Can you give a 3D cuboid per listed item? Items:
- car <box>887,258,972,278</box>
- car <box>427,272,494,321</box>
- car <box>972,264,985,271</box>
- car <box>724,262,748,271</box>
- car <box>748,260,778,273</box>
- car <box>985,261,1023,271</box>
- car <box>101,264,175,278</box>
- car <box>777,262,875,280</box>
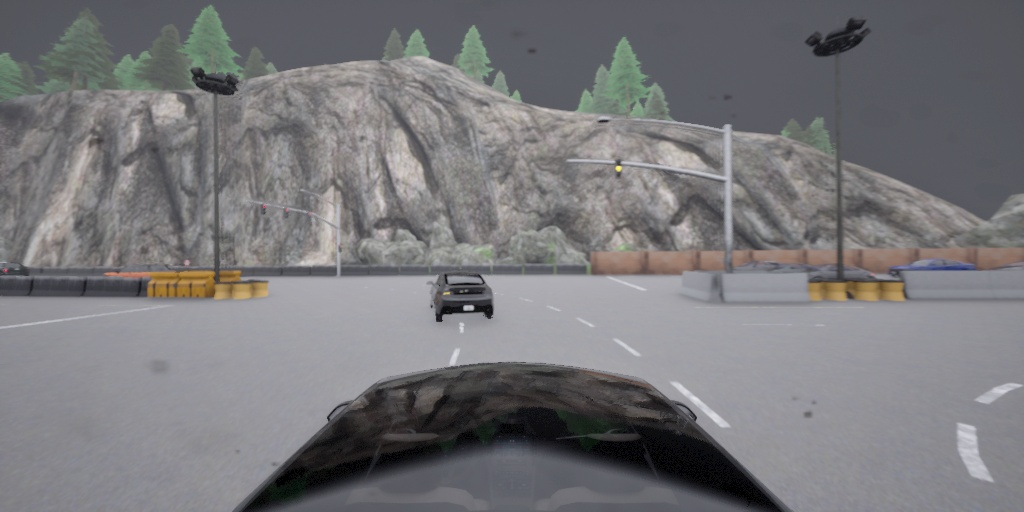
[{"bbox_3d":[31.670,0.959,27.200,5.008,1.535,1.882,-1,0,6],"label":"car"},{"bbox_3d":[-1.926,1.301,12.905,1.837,1.490,4.892,0,0,-16],"label":"car"},{"bbox_3d":[33.836,1.013,23.481,4.181,1.385,1.994,-1,0,5],"label":"car"},{"bbox_3d":[19.452,1.101,28.381,4.902,1.511,2.128,-1,0,6],"label":"car"},{"bbox_3d":[19.327,1.166,24.883,4.181,1.385,1.994,-1,0,6],"label":"car"},{"bbox_3d":[31.078,1.017,20.236,5.357,1.411,2.033,-1,0,5],"label":"car"},{"bbox_3d":[-26.876,1.394,25.841,4.553,1.767,2.097,0,0,6],"label":"car"},{"bbox_3d":[18.868,1.162,21.410,4.181,1.385,1.994,-1,0,6],"label":"car"}]
